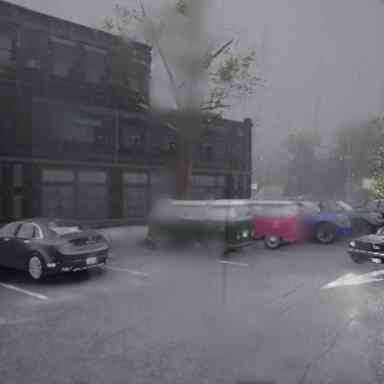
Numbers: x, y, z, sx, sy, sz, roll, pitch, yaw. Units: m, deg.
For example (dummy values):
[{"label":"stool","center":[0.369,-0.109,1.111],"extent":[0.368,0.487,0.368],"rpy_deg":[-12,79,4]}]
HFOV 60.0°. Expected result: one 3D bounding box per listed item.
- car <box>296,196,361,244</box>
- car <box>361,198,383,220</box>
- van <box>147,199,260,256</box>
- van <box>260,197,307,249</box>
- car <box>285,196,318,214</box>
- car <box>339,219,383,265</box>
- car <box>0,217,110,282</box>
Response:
[{"label":"car","center":[5.096,1.344,16.714],"extent":[5.566,2.045,2.435],"rpy_deg":[-1,-1,34]},{"label":"car","center":[7.504,1.367,18.434],"extent":[5.566,2.045,2.435],"rpy_deg":[-1,-1,34]},{"label":"van","center":[0.158,1.325,13.344],"extent":[4.442,1.987,1.878],"rpy_deg":[-1,-1,34]},{"label":"van","center":[2.565,1.348,15.065],"extent":[4.442,1.987,1.878],"rpy_deg":[-1,-1,34]},{"label":"car","center":[14.029,1.520,42.406],"extent":[2.435,2.045,5.566],"rpy_deg":[0,0,36]},{"label":"car","center":[7.149,1.696,10.965],"extent":[4.718,1.301,1.895],"rpy_deg":[1,0,-35]},{"label":"car","center":[-4.551,1.504,9.839],"extent":[4.892,1.521,2.231],"rpy_deg":[-1,-1,34]}]
